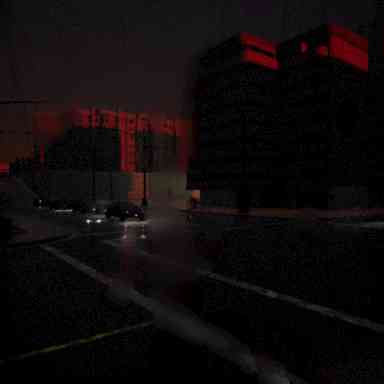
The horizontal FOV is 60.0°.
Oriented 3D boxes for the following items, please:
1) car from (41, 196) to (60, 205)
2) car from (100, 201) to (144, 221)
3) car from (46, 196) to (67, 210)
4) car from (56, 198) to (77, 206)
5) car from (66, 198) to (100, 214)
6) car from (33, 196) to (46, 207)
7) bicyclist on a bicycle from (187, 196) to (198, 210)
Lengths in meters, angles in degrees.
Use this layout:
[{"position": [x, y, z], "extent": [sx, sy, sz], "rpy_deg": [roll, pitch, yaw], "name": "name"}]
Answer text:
[{"position": [-26.464, 1.530, 62.003], "extent": [2.033, 1.411, 5.357], "rpy_deg": [0, 0, -36], "name": "car"}, {"position": [-5.664, 1.512, 27.460], "extent": [1.812, 1.442, 4.674], "rpy_deg": [0, 0, -36], "name": "car"}, {"position": [-16.989, 1.551, 42.937], "extent": [1.994, 1.385, 4.181], "rpy_deg": [0, 0, -36], "name": "car"}, {"position": [-20.329, 1.583, 53.744], "extent": [1.895, 1.301, 4.718], "rpy_deg": [0, 0, -36], "name": "car"}, {"position": [-11.166, 1.478, 34.975], "extent": [2.128, 1.511, 4.902], "rpy_deg": [0, 0, -36], "name": "car"}, {"position": [-22.839, 1.339, 50.989], "extent": [2.097, 1.767, 4.553], "rpy_deg": [0, 0, -36], "name": "car"}, {"position": [0.084, 1.276, 38.201], "extent": [1.656, 1.620, 0.582], "rpy_deg": [0, 0, -36], "name": "bicyclist on a bicycle"}]
